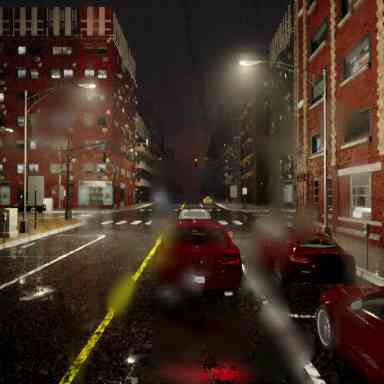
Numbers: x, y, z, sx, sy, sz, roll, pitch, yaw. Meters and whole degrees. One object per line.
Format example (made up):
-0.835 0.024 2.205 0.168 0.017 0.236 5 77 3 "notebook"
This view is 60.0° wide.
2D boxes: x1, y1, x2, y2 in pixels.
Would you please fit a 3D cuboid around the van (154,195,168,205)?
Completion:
-5.588 1.359 58.273 1.690 1.788 3.998 1 0 0 "van"

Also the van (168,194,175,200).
-5.537 1.376 92.186 1.690 1.788 3.998 1 0 0 "van"

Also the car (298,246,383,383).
2.672 1.583 3.311 1.802 1.307 4.206 1 0 0 "car"

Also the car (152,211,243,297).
0.111 1.480 8.649 1.882 1.535 5.008 0 0 0 "car"

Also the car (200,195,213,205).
2.789 1.543 58.391 1.752 1.417 4.829 1 0 0 "car"

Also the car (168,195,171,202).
-5.583 1.602 63.925 1.802 1.307 4.206 1 0 0 "car"

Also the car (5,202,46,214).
-18.655 1.730 37.382 4.313 1.339 1.947 0 -1 0 "car"

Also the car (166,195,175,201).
-5.549 1.582 86.534 2.008 1.369 4.403 1 0 0 "car"

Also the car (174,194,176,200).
-5.557 1.553 80.712 1.752 1.417 4.829 1 0 0 "car"

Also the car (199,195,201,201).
2.823 1.572 80.831 1.887 1.381 4.507 1 0 0 "car"

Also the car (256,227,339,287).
2.851 1.584 8.967 1.802 1.307 4.206 1 0 0 "car"

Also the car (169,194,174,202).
-5.566 1.607 75.229 1.802 1.307 4.206 1 0 0 "car"

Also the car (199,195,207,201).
2.831 1.597 86.482 1.947 1.339 4.313 1 0 0 "car"
